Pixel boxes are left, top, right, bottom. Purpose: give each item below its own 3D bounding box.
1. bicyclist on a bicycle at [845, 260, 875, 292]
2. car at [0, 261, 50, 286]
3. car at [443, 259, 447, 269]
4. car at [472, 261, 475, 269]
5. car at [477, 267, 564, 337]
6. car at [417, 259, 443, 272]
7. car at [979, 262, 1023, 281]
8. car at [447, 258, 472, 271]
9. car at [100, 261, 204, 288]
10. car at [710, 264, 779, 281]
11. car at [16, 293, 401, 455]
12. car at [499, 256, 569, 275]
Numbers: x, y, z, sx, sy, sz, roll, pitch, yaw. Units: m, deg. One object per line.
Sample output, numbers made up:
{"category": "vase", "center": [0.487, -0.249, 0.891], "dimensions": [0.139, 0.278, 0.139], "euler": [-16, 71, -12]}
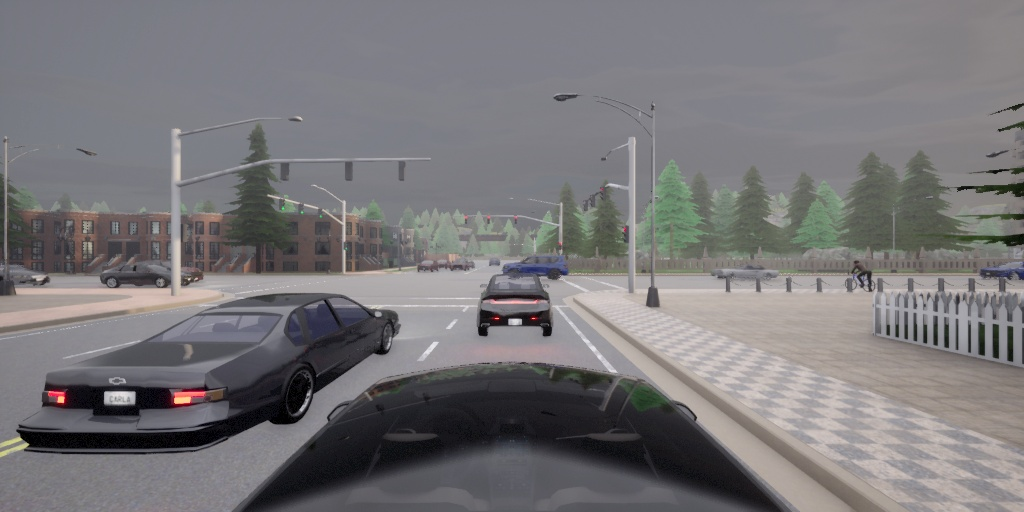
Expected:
{"category": "bicyclist on a bicycle", "center": [18.248, 1.052, 18.826], "dimensions": [0.582, 1.620, 1.656], "euler": [0, 0, 0]}
{"category": "car", "center": [-32.555, 1.241, 22.709], "dimensions": [4.902, 1.511, 2.128], "euler": [0, 0, -4]}
{"category": "car", "center": [-10.585, 1.228, 54.985], "dimensions": [1.882, 1.535, 5.008], "euler": [0, 0, 0]}
{"category": "car", "center": [-7.064, 1.314, 57.566], "dimensions": [1.994, 1.385, 4.181], "euler": [0, 0, 0]}
{"category": "car", "center": [0.081, 1.242, 10.337], "dimensions": [2.128, 1.511, 4.902], "euler": [0, 0, 0]}
{"category": "car", "center": [-10.581, 1.228, 45.534], "dimensions": [1.882, 1.535, 5.008], "euler": [0, 0, 0]}
{"category": "car", "center": [42.049, 1.227, 29.746], "dimensions": [5.008, 1.535, 1.882], "euler": [0, 0, 1]}
{"category": "car", "center": [-7.065, 1.102, 48.928], "dimensions": [2.097, 1.767, 4.553], "euler": [0, 0, 0]}
{"category": "car", "center": [-23.190, 1.255, 22.950], "dimensions": [4.892, 1.490, 1.837], "euler": [0, 0, -3]}
{"category": "car", "center": [19.231, 1.351, 29.810], "dimensions": [4.718, 1.301, 1.895], "euler": [0, 0, 0]}
{"category": "car", "center": [-3.437, 1.297, 5.669], "dimensions": [2.033, 1.411, 5.357], "euler": [0, 0, 0]}
{"category": "car", "center": [1.933, 0.973, 29.884], "dimensions": [5.566, 2.045, 2.150], "euler": [0, 0, 1]}
